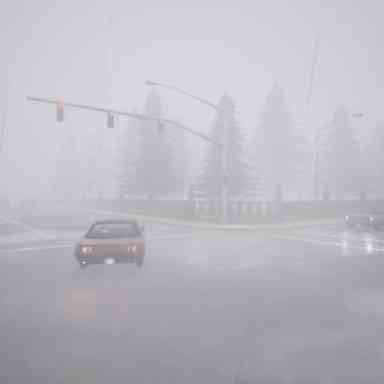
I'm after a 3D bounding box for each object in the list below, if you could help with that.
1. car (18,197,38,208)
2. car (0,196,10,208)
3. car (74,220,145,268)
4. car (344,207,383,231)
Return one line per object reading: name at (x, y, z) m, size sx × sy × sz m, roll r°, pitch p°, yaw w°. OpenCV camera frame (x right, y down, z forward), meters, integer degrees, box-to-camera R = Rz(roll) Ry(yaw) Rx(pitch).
car at (-23.375, 1.458, 47.325) m, size 1.812 × 1.442 × 4.674 m, roll 0°, pitch 0°, yaw -36°
car at (-26.166, 1.276, 45.213) m, size 2.097 × 1.767 × 4.553 m, roll 0°, pitch 0°, yaw -37°
car at (-2.563, 1.592, 11.254) m, size 1.895 × 1.301 × 4.718 m, roll 0°, pitch 0°, yaw -8°
car at (11.567, 1.632, 20.886) m, size 4.718 × 1.301 × 1.895 m, roll 0°, pitch 0°, yaw -37°
